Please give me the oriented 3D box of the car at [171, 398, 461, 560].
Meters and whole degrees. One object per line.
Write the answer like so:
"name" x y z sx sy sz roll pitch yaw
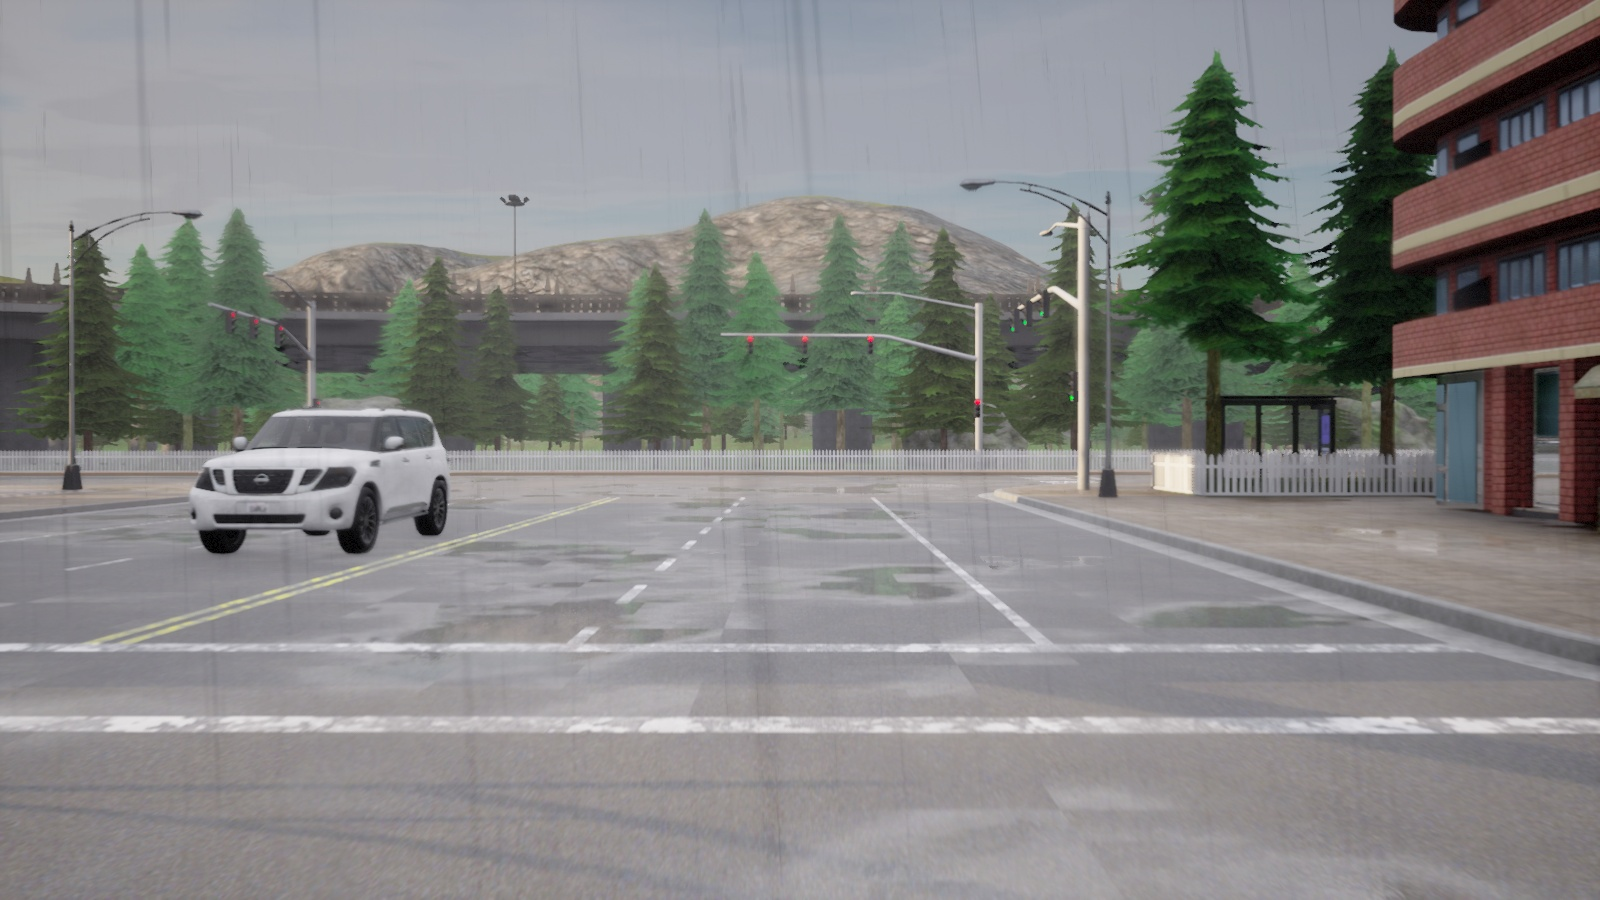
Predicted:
"car" -6.877 0.355 18.680 2.150 2.045 5.566 0 0 0
